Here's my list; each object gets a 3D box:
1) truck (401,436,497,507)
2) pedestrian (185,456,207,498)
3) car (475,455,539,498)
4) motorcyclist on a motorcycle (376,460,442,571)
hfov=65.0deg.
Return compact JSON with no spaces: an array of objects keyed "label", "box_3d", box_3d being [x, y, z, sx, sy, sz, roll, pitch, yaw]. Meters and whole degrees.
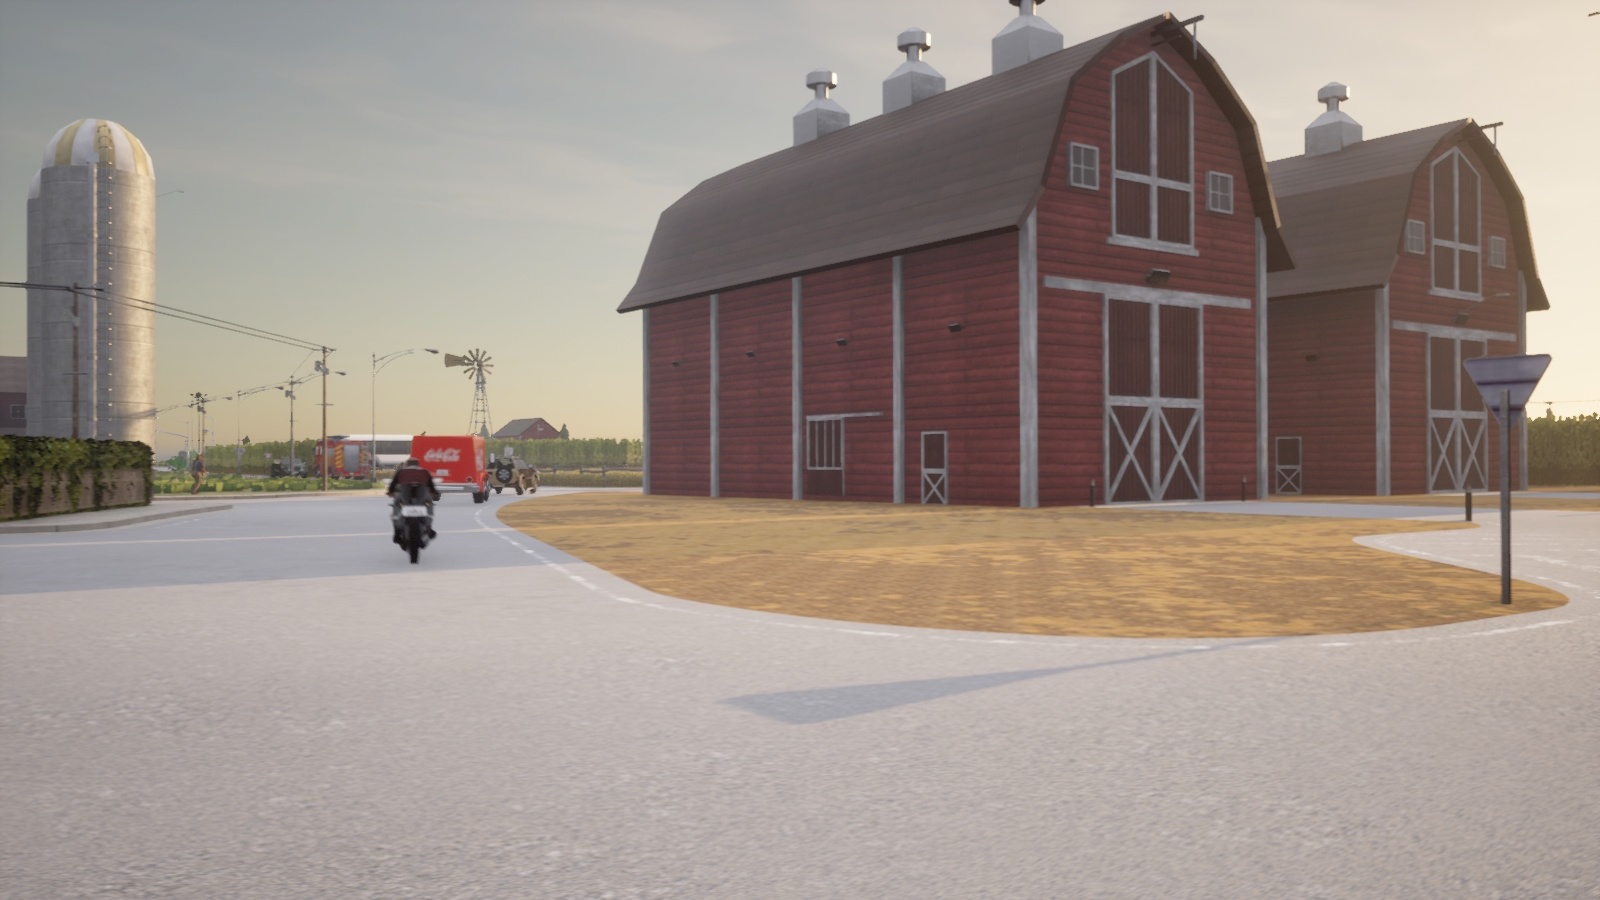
[{"label":"truck","box_3d":[-12.854,0.766,46.358,2.627,2.467,5.204,0,-1,-7]},{"label":"pedestrian","box_3d":[-26.695,1.178,55.510,0.540,1.848,0.694,-1,-1,36]},{"label":"car","box_3d":[-13.528,1.210,58.281,1.932,1.855,4.605,-1,0,0]},{"label":"motorcyclist on a motorcycle","box_3d":[-5.788,0.913,18.544,0.866,1.530,2.191,0,0,-18]}]
